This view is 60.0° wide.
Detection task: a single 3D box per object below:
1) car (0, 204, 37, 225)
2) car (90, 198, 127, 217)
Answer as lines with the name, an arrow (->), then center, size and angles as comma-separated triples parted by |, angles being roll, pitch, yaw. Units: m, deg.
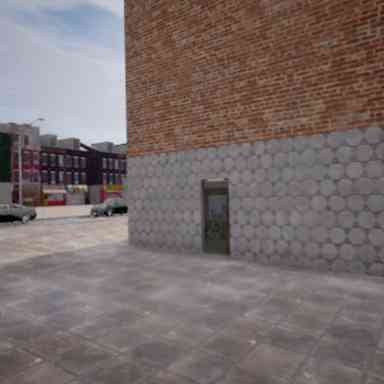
car -> -13.181, 1.572, 22.743 | 2.128, 1.511, 4.902 | -2, -1, 36
car -> -7.258, 1.331, 31.076 | 2.097, 1.767, 4.553 | -2, -1, 36
